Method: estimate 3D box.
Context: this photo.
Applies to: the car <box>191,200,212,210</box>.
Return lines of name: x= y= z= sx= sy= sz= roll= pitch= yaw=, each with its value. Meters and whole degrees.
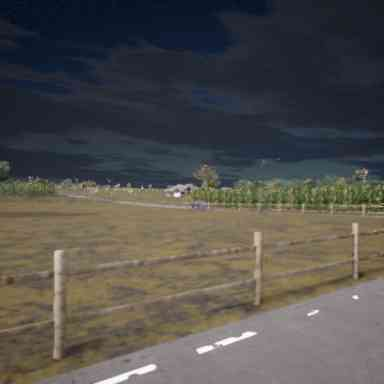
car: x=1.778 y=2.346 z=61.671 sx=2.097 sy=1.767 sz=4.553 roll=3 pitch=-2 yaw=-35
